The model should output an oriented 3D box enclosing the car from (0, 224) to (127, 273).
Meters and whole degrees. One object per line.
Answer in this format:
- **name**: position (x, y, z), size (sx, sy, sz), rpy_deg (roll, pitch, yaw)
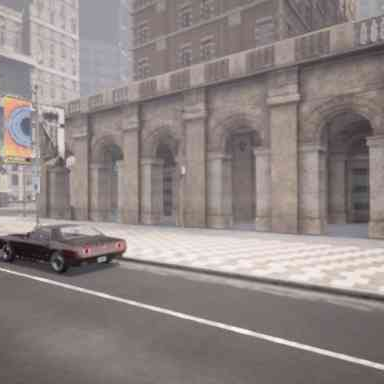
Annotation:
- **car**: position (-4.455, 1.704, 11.042), size (4.718, 1.301, 1.895), rpy_deg (-1, 0, 35)
